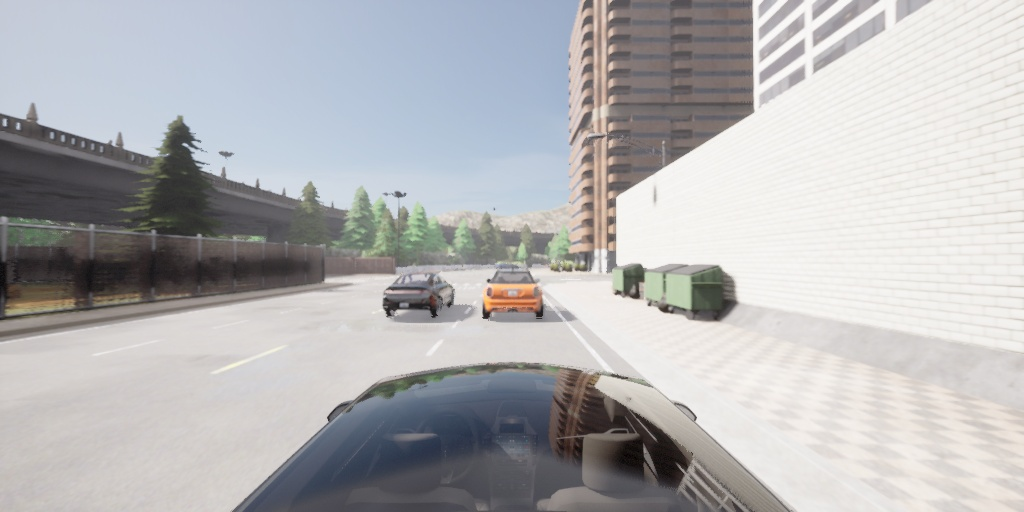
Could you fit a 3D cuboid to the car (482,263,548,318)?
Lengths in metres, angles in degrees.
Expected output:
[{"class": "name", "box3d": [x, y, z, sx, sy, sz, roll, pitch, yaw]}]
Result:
[{"class": "car", "box3d": [0.045, 1.269, 13.903, 2.097, 1.767, 4.553, 0, -1, 1]}]

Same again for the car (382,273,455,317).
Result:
[{"class": "car", "box3d": [-3.455, 1.410, 13.991, 2.128, 1.511, 4.902, 0, -1, 1]}]
